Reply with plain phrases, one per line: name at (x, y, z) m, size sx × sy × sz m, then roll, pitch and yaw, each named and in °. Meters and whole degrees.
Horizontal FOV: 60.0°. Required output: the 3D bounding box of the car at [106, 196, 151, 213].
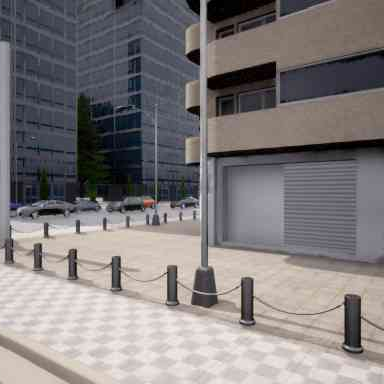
car at (-7.034, 1.297, 35.796) m, size 2.097 × 1.767 × 4.553 m, roll 0°, pitch 0°, yaw 36°

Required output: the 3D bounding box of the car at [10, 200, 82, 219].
car at (-12.376, 1.436, 28.394) m, size 2.128 × 1.511 × 4.902 m, roll 0°, pitch 0°, yaw 36°

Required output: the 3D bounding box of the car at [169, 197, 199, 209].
car at (-0.962, 1.449, 44.194) m, size 1.837 × 1.490 × 4.892 m, roll 0°, pitch 0°, yaw 36°

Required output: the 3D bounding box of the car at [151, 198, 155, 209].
car at (-6.767, 1.297, 42.140) m, size 2.097 × 1.767 × 4.553 m, roll 0°, pitch 0°, yaw 36°

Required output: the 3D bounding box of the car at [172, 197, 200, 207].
car at (-0.802, 1.470, 50.370) m, size 1.812 × 1.442 × 4.674 m, roll 0°, pitch 0°, yaw 36°

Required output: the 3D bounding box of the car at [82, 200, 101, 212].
car at (-11.709, 1.508, 35.291) m, size 1.994 × 1.385 × 4.181 m, roll 0°, pitch 0°, yaw 36°
